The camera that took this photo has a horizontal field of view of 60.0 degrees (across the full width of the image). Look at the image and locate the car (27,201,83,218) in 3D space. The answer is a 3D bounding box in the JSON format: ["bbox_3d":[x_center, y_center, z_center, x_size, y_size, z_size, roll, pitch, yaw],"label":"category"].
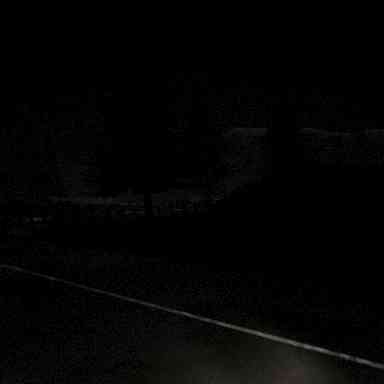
[{"bbox_3d":[-11.727,1.453,29.316,1.994,1.385,4.181,0,0,41],"label":"car"}]

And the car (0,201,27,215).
[{"bbox_3d":[-16.483,1.470,29.473,1.895,1.301,4.718,0,0,44],"label":"car"}]

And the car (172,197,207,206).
[{"bbox_3d":[-0.062,1.439,44.905,5.357,1.411,2.033,0,0,-36],"label":"car"}]
